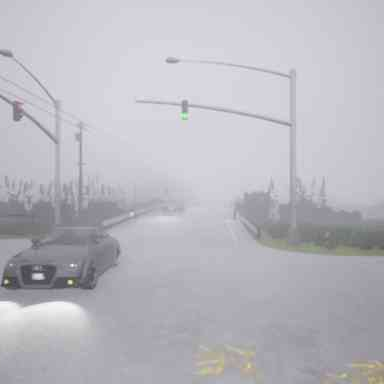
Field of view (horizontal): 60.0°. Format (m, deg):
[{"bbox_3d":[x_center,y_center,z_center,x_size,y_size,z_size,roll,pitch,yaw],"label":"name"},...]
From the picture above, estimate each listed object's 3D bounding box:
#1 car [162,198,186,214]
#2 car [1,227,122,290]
[{"bbox_3d":[-1.743,1.341,33.616,2.128,1.511,4.902,0,1,5],"label":"car"},{"bbox_3d":[-3.326,1.685,9.281,1.994,1.385,4.181,0,-1,1],"label":"car"}]
